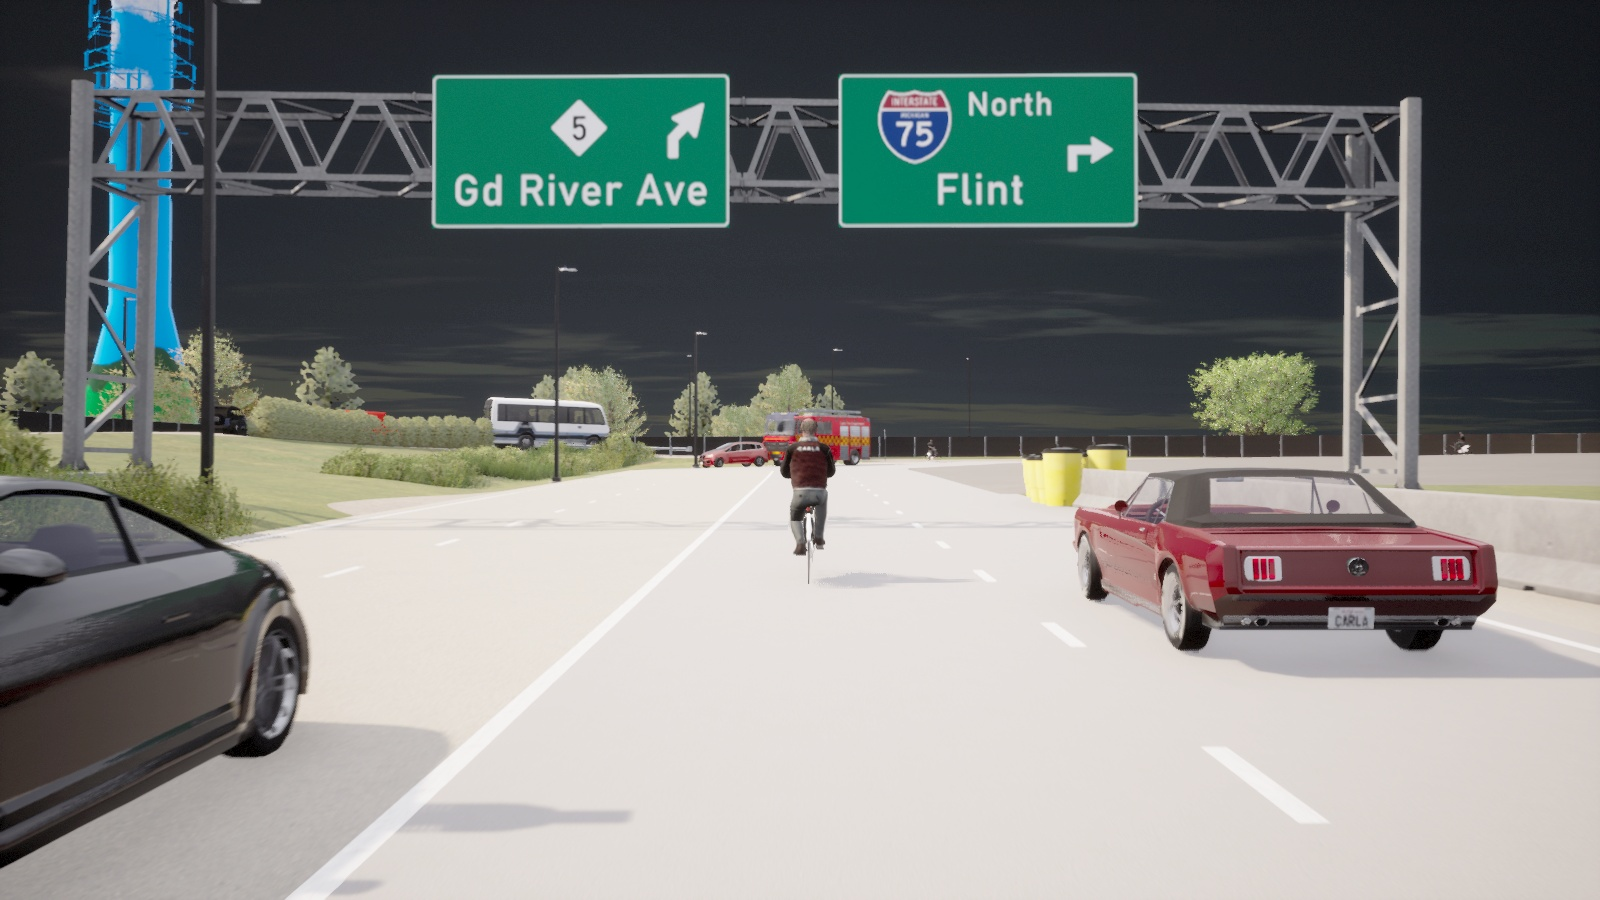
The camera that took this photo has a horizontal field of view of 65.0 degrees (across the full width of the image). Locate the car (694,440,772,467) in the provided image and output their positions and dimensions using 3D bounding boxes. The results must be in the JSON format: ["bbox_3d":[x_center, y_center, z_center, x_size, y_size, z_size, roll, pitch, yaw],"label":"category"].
[{"bbox_3d":[-4.399,0.230,82.576,4.611,1.667,2.242,-1,0,-28],"label":"car"}]

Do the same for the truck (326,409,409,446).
[{"bbox_3d":[-31.603,-1.606,91.858,2.627,2.467,5.204,0,-2,31],"label":"truck"}]

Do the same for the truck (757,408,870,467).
[{"bbox_3d":[1.031,-0.840,86.035,2.891,3.827,8.468,1,1,41],"label":"truck"}]

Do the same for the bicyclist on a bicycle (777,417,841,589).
[{"bbox_3d":[0.096,0.539,13.889,0.659,1.776,1.843,0,1,0],"label":"bicyclist on a bicycle"}]

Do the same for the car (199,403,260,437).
[{"bbox_3d":[-35.615,-1.845,78.503,1.905,1.878,3.866,0,-2,2],"label":"car"}]

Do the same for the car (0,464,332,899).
[{"bbox_3d":[-3.458,0.779,4.482,1.994,1.385,4.181,0,0,0],"label":"car"}]

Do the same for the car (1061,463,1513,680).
[{"bbox_3d":[3.575,0.792,10.313,1.895,1.301,4.718,0,0,0],"label":"car"}]
